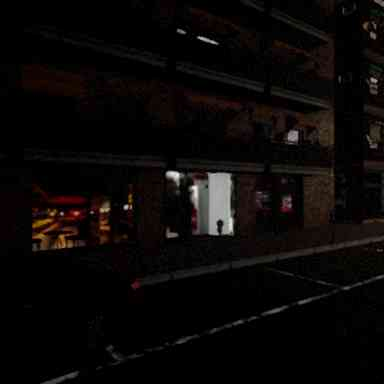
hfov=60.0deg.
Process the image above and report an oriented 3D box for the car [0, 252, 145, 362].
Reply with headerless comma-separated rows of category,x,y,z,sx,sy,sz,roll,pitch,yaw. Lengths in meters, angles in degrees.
car,-2.696,1.580,4.637,4.206,1.307,1.802,0,0,-36
